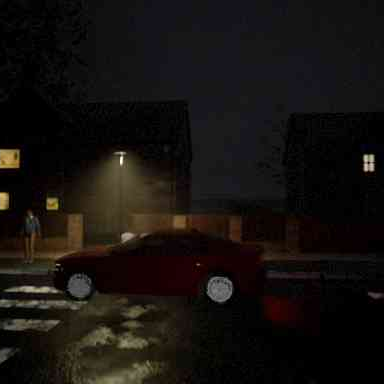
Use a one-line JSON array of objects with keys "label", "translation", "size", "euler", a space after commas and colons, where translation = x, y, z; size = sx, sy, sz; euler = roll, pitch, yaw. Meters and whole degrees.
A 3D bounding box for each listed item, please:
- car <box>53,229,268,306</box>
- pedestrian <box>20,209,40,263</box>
[{"label": "car", "translation": [-0.757, 1.653, 8.001], "size": [5.008, 1.535, 1.882], "euler": [0, -2, 6]}, {"label": "pedestrian", "translation": [-5.615, 1.469, 11.417], "size": [0.375, 1.860, 0.375], "euler": [0, -1, 6]}]
